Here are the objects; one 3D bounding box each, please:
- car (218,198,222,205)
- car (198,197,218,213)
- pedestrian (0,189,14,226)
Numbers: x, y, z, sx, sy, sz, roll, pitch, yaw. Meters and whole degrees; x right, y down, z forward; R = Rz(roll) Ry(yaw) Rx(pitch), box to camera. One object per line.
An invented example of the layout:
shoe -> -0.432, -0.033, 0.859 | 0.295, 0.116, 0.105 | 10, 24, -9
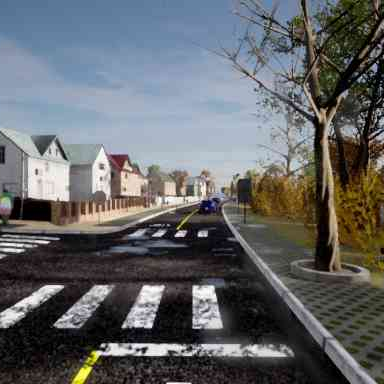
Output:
car -> 4.695, 1.782, 65.224 | 1.812, 1.442, 4.674 | 0, 0, 7
car -> 1.772, 1.600, 38.315 | 1.812, 1.442, 4.674 | 0, 0, 5
pedestrian -> -9.530, 0.771, 17.024 | 0.375, 1.860, 0.375 | 0, -3, 0
